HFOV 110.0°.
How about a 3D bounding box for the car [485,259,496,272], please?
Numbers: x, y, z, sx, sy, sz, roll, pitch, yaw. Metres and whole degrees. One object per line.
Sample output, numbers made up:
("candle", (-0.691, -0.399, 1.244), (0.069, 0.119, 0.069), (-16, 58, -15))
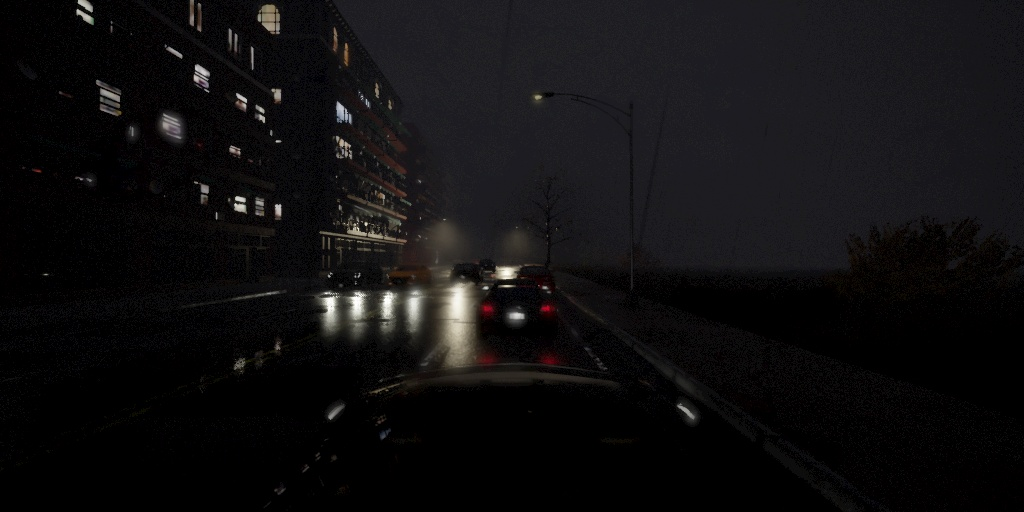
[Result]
("car", (-3.104, 1.103, 44.280), (2.097, 1.767, 4.553), (0, 0, -2))

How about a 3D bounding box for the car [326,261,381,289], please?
("car", (-9.832, 1.104, 22.838), (2.097, 1.767, 4.553), (0, 0, 0))

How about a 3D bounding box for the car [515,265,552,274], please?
("car", (1.152, 1.230, 18.930), (1.882, 1.535, 5.008), (0, 0, 0))

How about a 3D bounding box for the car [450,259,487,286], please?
("car", (-3.128, 1.230, 25.496), (1.882, 1.535, 5.008), (0, 0, 0))

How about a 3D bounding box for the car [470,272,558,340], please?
("car", (0.109, 1.315, 10.010), (1.994, 1.385, 4.181), (0, 0, 0))

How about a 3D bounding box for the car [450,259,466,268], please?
("car", (-9.733, 1.296, 64.731), (2.033, 1.411, 5.357), (0, 0, 1))

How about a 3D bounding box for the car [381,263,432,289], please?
("car", (-6.581, 1.230, 23.474), (1.882, 1.535, 5.008), (0, 0, 0))
